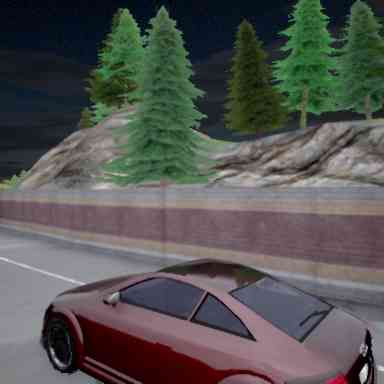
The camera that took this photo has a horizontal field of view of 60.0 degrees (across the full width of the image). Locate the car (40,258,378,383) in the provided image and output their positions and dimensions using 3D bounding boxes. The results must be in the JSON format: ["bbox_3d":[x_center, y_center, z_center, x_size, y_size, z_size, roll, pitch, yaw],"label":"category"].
[{"bbox_3d":[-0.061,1.577,4.185,4.181,1.385,1.994,0,0,37],"label":"car"}]
